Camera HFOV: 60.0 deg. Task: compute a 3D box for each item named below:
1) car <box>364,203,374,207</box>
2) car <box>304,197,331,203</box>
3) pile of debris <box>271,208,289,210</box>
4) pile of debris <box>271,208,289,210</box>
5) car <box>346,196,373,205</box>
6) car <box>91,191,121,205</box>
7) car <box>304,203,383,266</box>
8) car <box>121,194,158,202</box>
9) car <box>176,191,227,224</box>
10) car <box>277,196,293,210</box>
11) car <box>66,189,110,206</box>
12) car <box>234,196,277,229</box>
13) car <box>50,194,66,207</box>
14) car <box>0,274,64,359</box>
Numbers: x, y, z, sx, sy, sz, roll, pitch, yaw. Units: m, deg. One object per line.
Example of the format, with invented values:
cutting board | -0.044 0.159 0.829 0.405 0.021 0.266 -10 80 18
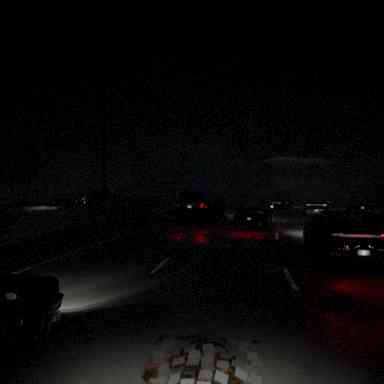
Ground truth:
car | 9.470 1.419 15.032 1.895 1.301 4.718 0 1 16
car | 10.134 1.148 27.007 2.128 1.511 4.902 0 1 21
pile of debris | 9.037 1.734 34.086 1.500 0.140 1.860 0 1 22
pile of debris | 9.037 1.734 34.086 1.500 0.140 1.860 0 1 22
car | 14.937 1.111 29.662 1.882 1.535 5.008 0 1 22
car | -8.561 0.964 37.221 2.128 1.511 4.902 0 1 22
car | 4.960 1.350 11.105 2.128 1.511 4.902 0 1 11
car | -5.267 1.006 36.028 1.837 1.490 4.892 0 0 22
car | 0.729 0.922 21.991 2.150 2.045 5.566 0 1 19
car | 9.558 1.090 35.124 2.033 1.411 5.357 1 1 22
car | -11.624 0.649 38.963 2.150 2.045 5.566 0 1 22
car | 3.762 1.215 19.873 1.882 1.535 5.008 0 1 18
car | -14.898 0.929 40.212 1.837 1.490 4.892 0 0 22
car | -3.191 1.495 3.111 2.033 1.411 5.357 0 1 3
